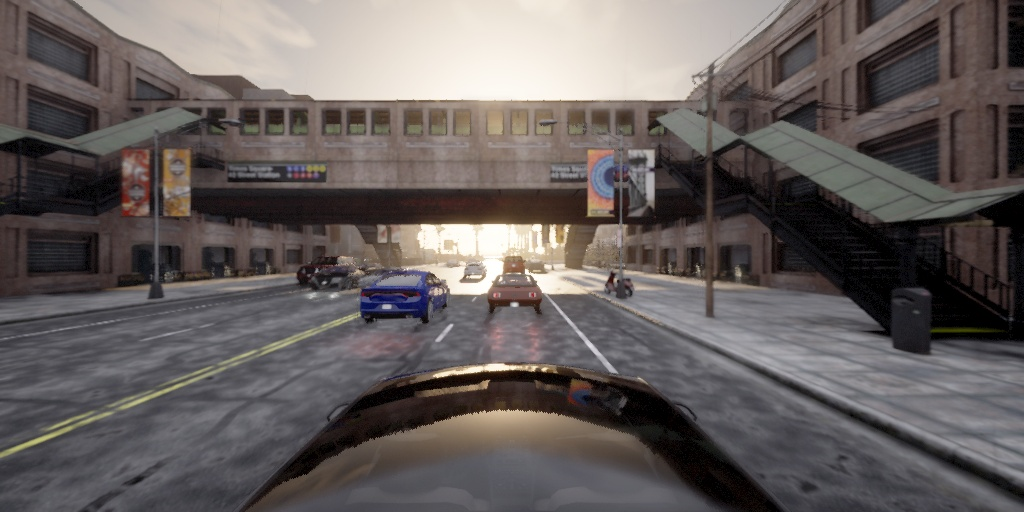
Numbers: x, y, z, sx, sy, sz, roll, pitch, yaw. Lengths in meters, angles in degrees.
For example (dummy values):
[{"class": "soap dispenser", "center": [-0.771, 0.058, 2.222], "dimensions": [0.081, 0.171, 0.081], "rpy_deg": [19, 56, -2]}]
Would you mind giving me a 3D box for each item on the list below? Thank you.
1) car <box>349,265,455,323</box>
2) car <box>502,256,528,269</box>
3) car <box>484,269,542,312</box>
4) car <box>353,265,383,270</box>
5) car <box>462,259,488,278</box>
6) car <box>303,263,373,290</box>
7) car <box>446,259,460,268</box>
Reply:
[{"class": "car", "center": [-3.398, 1.228, 12.216], "dimensions": [1.882, 1.535, 5.008], "rpy_deg": [0, 0, 0]}, {"class": "car", "center": [0.184, 0.972, 35.205], "dimensions": [2.150, 2.045, 5.566], "rpy_deg": [0, 0, 1]}, {"class": "car", "center": [0.096, 1.351, 14.309], "dimensions": [1.895, 1.301, 4.718], "rpy_deg": [0, 0, 0]}, {"class": "car", "center": [-7.092, 1.352, 20.768], "dimensions": [1.895, 1.301, 4.718], "rpy_deg": [0, 0, 0]}, {"class": "car", "center": [-3.346, 1.277, 33.218], "dimensions": [1.812, 1.442, 4.674], "rpy_deg": [0, 0, 0]}, {"class": "car", "center": [-10.587, 1.315, 22.213], "dimensions": [1.994, 1.385, 4.181], "rpy_deg": [0, 0, 0]}, {"class": "car", "center": [-10.357, 1.282, 63.197], "dimensions": [1.812, 1.442, 4.674], "rpy_deg": [0, 0, 1]}]
